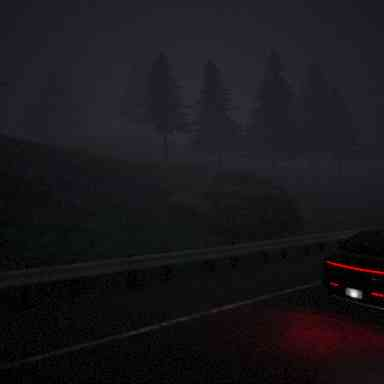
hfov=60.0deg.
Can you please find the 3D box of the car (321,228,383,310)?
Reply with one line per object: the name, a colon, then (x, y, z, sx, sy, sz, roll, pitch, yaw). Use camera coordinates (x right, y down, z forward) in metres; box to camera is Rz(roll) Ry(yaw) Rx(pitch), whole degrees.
car: (4.795, 1.541, 7.293, 4.892, 1.490, 1.837, 0, 0, -36)
